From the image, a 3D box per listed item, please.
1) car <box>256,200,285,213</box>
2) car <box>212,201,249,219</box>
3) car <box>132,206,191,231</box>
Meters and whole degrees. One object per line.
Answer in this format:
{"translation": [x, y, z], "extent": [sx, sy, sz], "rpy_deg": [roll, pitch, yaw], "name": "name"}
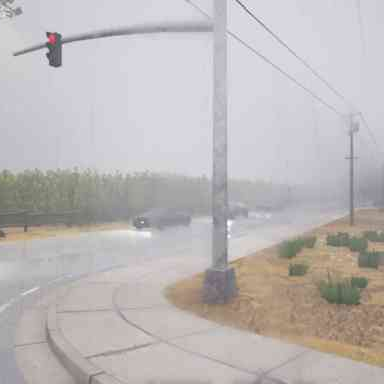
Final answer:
{"translation": [9.132, 1.582, 38.249], "extent": [2.033, 1.411, 5.357], "rpy_deg": [0, 0, 33], "name": "car"}
{"translation": [3.519, 1.560, 29.457], "extent": [1.812, 1.442, 4.674], "rpy_deg": [0, 0, 32], "name": "car"}
{"translation": [-1.825, 1.598, 21.123], "extent": [1.994, 1.385, 4.181], "rpy_deg": [0, 0, 33], "name": "car"}
